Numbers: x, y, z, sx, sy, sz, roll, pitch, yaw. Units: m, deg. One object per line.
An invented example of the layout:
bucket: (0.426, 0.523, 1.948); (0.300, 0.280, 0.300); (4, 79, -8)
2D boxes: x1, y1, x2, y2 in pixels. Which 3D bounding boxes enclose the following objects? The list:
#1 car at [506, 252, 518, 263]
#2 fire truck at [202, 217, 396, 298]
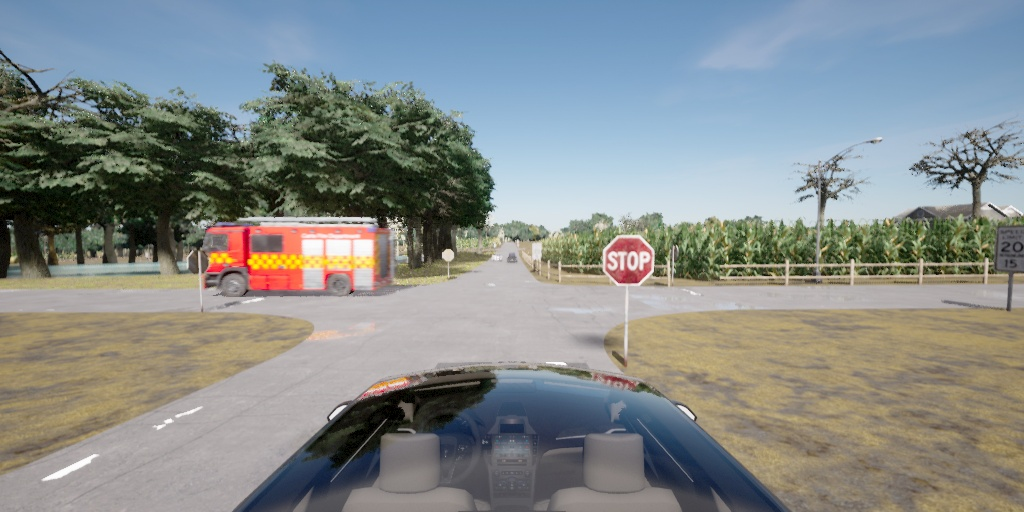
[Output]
car: (0.006, 0.387, 62.280); (2.128, 1.511, 4.902); (0, 2, 0)
fire truck: (-10.533, 0.013, 18.161); (8.468, 3.827, 2.891); (0, 3, 0)
